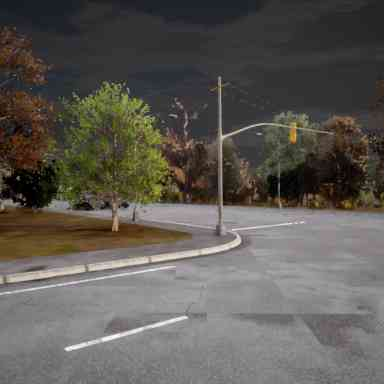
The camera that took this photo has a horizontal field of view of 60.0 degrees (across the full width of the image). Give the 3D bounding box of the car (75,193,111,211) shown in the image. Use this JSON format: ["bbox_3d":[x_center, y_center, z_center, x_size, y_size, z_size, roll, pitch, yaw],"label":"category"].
[{"bbox_3d":[-12.183,1.130,39.552,2.150,2.045,5.566,-1,0,-39],"label":"car"}]

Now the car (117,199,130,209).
[{"bbox_3d":[-9.723,1.467,42.085,1.895,1.301,4.718,-1,0,-39],"label":"car"}]
